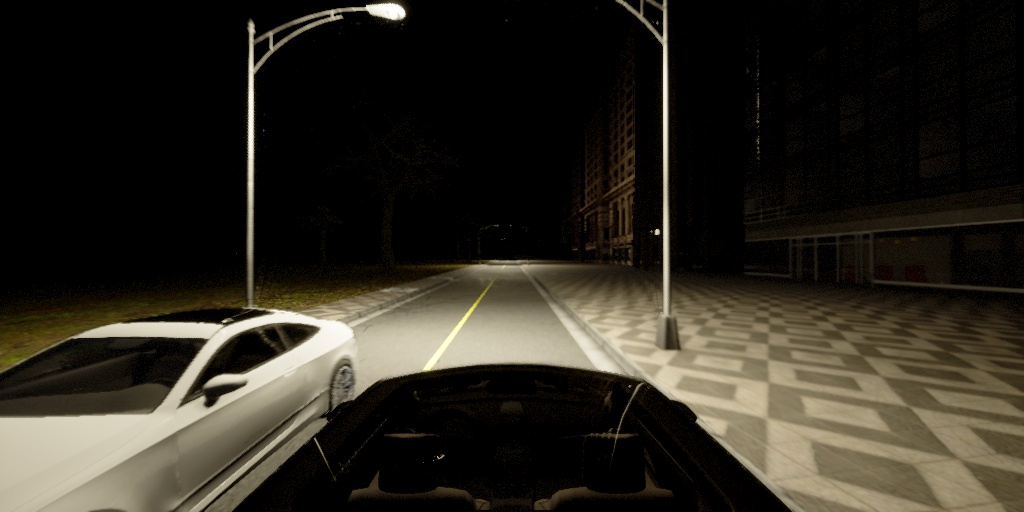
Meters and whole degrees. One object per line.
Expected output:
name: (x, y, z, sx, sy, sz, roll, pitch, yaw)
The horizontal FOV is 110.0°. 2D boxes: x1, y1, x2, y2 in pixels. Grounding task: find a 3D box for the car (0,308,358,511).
car: (-3.000, 1.276, 3.178, 1.812, 1.442, 4.674, 0, 0, 0)
